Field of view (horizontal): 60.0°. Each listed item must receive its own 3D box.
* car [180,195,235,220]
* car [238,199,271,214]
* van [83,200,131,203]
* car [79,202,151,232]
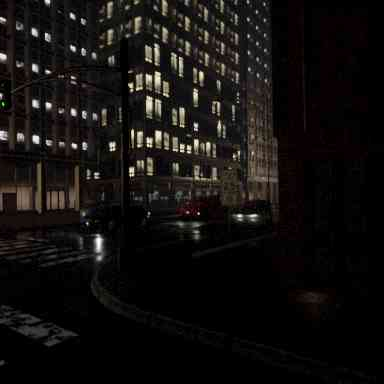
[{"bbox_3d":[1.256,1.304,29.115,2.150,2.045,5.566,-1,-1,36],"label":"car"},{"bbox_3d":[7.261,1.581,37.477,1.882,1.535,5.008,-1,-1,36],"label":"car"},{"bbox_3d":[-5.979,1.457,23.458,1.690,1.788,3.998,-2,-1,36],"label":"van"},{"bbox_3d":[-4.633,1.568,20.926,1.837,1.490,4.892,-1,-1,33],"label":"car"}]
